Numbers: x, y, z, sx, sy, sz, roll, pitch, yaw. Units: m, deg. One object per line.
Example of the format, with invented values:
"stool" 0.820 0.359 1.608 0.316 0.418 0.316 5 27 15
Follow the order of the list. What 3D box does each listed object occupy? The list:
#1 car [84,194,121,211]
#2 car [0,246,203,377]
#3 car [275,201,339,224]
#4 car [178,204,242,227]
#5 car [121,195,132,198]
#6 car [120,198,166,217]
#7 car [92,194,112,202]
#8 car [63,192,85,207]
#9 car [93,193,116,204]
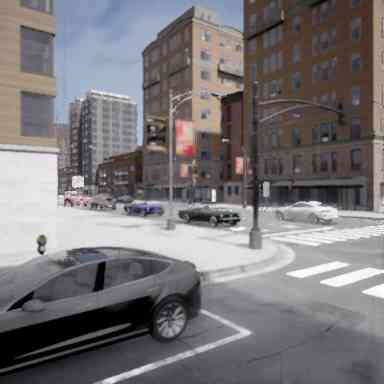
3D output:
"car" -10.127 1.298 37.487 1.837 1.490 4.892 0 0 -36
"car" -1.815 1.562 4.894 4.313 1.339 1.947 0 0 -36
"car" 8.089 1.399 23.761 1.812 1.442 4.674 0 0 -35
"car" 1.106 1.483 21.874 1.895 1.301 4.718 0 0 -35
"car" -11.306 1.256 56.139 1.994 1.385 4.181 0 0 -36
"car" -4.227 1.440 29.284 1.895 1.301 4.718 0 0 -36
"car" -17.475 1.141 64.705 2.128 1.511 4.902 0 0 -36
"car" -16.083 0.969 45.838 2.150 2.045 5.566 0 0 -36
"car" -14.565 1.051 55.106 2.097 1.767 4.553 0 0 -36
